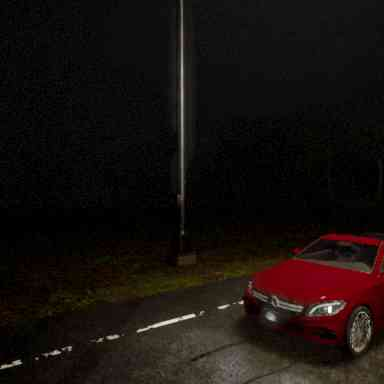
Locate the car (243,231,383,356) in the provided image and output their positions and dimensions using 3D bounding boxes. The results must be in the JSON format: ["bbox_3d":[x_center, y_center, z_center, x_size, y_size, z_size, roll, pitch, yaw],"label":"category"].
[{"bbox_3d":[3.036,1.515,6.162,4.674,1.442,1.812,0,0,-36],"label":"car"}]
